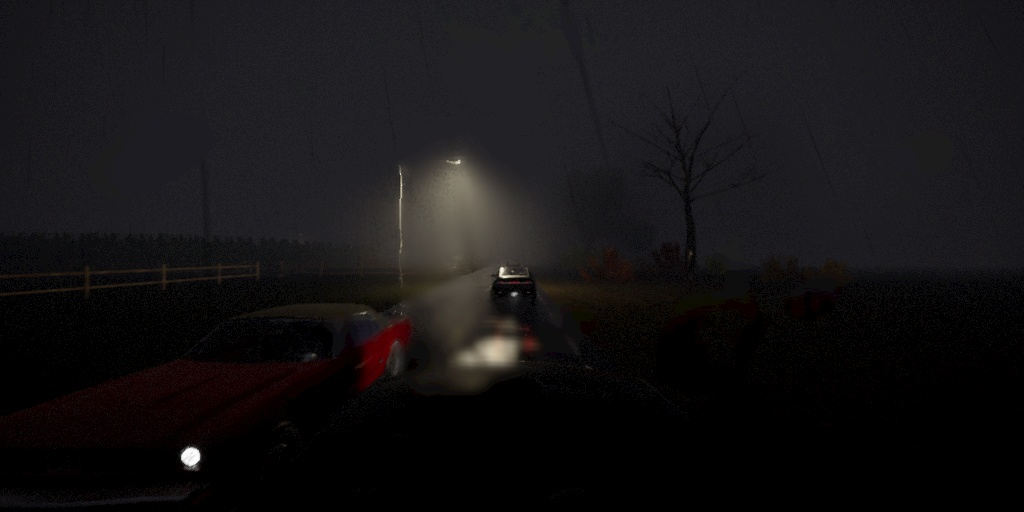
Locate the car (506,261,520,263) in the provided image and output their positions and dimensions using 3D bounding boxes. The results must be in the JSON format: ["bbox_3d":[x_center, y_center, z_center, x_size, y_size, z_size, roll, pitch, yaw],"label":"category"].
[{"bbox_3d":[0.084,1.215,35.433,2.128,1.511,4.902,0,0,0],"label":"car"}]

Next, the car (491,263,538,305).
[{"bbox_3d":[0.092,1.226,15.909,2.128,1.511,4.902,0,0,0],"label":"car"}]

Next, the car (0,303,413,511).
[{"bbox_3d":[-2.752,1.348,4.403,1.895,1.301,4.718,0,0,0],"label":"car"}]
